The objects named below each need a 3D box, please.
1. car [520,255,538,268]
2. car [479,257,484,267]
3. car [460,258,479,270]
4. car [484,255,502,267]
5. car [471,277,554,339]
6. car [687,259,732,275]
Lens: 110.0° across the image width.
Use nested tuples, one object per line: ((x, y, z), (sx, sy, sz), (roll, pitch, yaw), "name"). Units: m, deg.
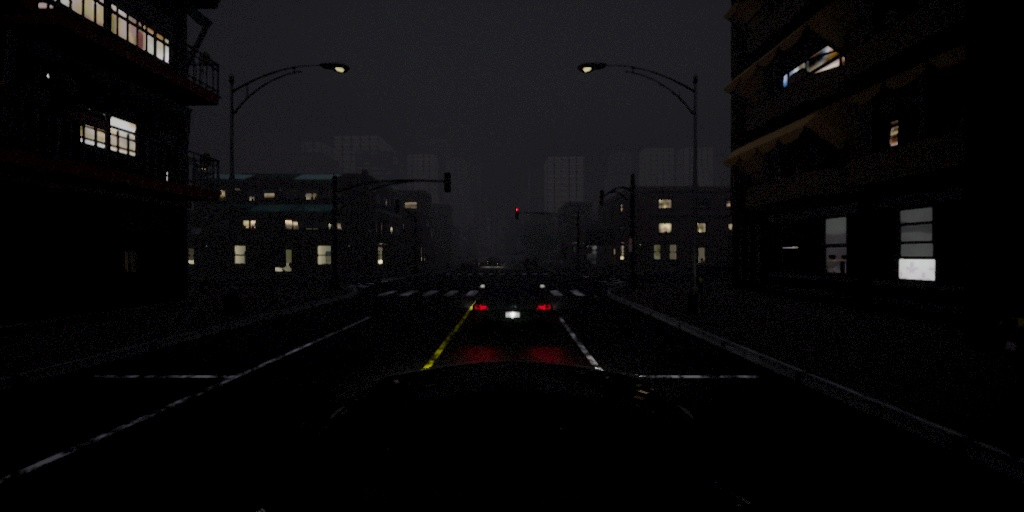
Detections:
((2.722, 0.760, 52.349), (2.192, 1.841, 5.009), (0, 0, 0), "car")
((-5.659, 1.011, 52.354), (1.948, 1.339, 4.313), (0, 0, 0), "car")
((-5.750, 1.020, 46.833), (1.888, 1.381, 4.507), (0, 0, 0), "car")
((-3.034, 0.767, 58.121), (2.097, 1.767, 4.553), (0, 0, 0), "car")
((0.014, 1.261, 9.952), (1.994, 1.385, 4.181), (0, 0, 0), "car")
((17.515, 0.921, 31.145), (4.313, 1.339, 1.948), (0, 0, 0), "car")
